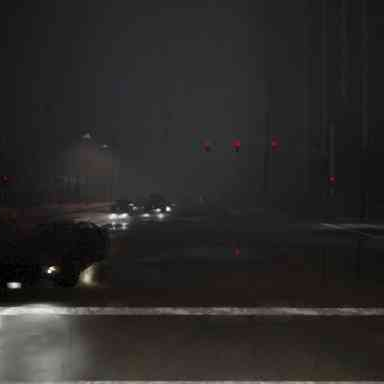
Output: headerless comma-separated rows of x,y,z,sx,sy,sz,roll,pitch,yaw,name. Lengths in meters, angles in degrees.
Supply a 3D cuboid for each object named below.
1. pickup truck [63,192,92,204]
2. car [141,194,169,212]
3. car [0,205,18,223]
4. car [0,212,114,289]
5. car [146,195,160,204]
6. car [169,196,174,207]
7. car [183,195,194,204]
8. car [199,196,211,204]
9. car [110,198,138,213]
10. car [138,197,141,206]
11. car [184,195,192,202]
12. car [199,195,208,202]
-20.910,1.055,60.027,2.390,2.098,6.274,0,0,30,pickup truck
-4.176,1.219,38.508,2.150,2.045,5.566,0,0,-1,car
-14.437,1.476,22.177,5.008,1.535,1.882,0,1,-15,car
-3.703,1.547,9.527,2.033,1.411,5.357,0,0,-1,car
-7.866,1.494,67.593,2.128,1.511,4.902,0,1,0,car
-4.294,1.597,51.115,1.895,1.301,4.718,0,0,-1,car
-0.741,1.348,65.389,2.097,1.767,4.553,0,0,-1,car
2.765,1.487,64.803,2.128,1.511,4.902,0,0,-1,car
-7.660,1.490,36.763,2.128,1.511,4.902,0,0,-1,car
-7.807,1.474,52.590,1.882,1.535,5.008,0,0,0,car
-0.938,1.473,75.392,1.882,1.535,5.008,0,0,-1,car
2.564,1.519,75.187,1.812,1.442,4.674,0,0,-1,car
